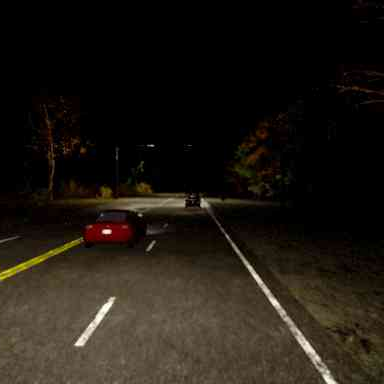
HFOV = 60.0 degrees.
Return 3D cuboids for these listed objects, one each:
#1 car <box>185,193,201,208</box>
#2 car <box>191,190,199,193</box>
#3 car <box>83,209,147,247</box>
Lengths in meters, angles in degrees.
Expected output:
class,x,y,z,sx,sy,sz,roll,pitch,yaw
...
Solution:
class,x,y,z,sx,sy,sz,roll,pitch,yaw
car,0.153,1.179,38.822,2.033,1.411,5.357,-1,0,1
car,0.583,0.272,74.903,1.837,1.490,4.892,0,1,1
car,-3.124,1.415,14.238,1.994,1.385,4.181,0,1,0
